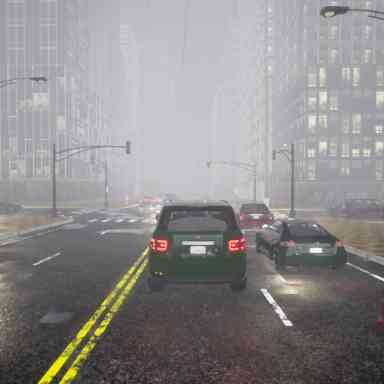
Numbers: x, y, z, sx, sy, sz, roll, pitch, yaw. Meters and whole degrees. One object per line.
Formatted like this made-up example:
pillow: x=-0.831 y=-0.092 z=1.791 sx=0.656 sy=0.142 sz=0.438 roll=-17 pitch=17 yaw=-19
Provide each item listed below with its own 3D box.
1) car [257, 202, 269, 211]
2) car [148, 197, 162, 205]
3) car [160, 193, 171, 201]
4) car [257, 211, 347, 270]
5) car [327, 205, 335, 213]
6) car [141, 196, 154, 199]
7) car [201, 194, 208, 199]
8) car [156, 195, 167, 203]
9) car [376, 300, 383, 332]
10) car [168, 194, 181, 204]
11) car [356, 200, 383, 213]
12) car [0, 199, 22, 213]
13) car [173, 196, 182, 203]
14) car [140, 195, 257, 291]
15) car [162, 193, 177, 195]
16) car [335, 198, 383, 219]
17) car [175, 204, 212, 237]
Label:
car: x=3.395 y=1.342 z=19.683 sx=2.097 sy=1.767 sz=4.553 roll=0 pitch=0 yaw=0
car: x=-6.437 y=1.556 z=58.907 sx=1.895 sy=1.301 sz=4.718 roll=0 pitch=0 yaw=0
car: x=-6.318 y=1.153 z=79.731 sx=2.150 sy=2.045 sz=5.566 roll=0 pitch=0 yaw=0
car: x=3.375 y=1.559 z=11.069 sx=1.994 sy=1.385 sz=4.181 roll=0 pitch=0 yaw=0
car: x=16.940 y=1.679 z=36.125 sx=4.181 sy=1.385 sz=1.994 roll=0 pitch=1 yaw=1
car: x=-6.509 y=1.318 z=49.917 sx=2.097 sy=1.767 sz=4.553 roll=0 pitch=0 yaw=1
car: x=3.460 y=1.219 z=91.591 sx=1.882 sy=1.535 sz=5.008 roll=0 pitch=0 yaw=0
car: x=-6.342 y=1.420 z=69.161 sx=1.882 sy=1.535 sz=5.008 roll=0 pitch=0 yaw=0
car: x=3.355 y=1.600 z=2.244 sx=1.895 sy=1.301 sz=4.718 roll=0 pitch=0 yaw=0
car: x=-3.173 y=1.304 z=61.510 sx=2.097 sy=1.767 sz=4.553 roll=0 pitch=0 yaw=0
car: x=21.898 y=1.642 z=38.628 sx=4.829 sy=1.417 sz=1.752 roll=1 pitch=0 yaw=1
car: x=-19.564 y=1.405 z=33.616 sx=4.181 sy=1.385 sz=1.994 roll=1 pitch=1 yaw=1
car: x=-3.087 y=1.535 z=71.563 sx=1.895 sy=1.301 sz=4.718 roll=0 pitch=0 yaw=0
car: x=0.122 y=1.218 z=9.142 sx=2.150 sy=2.045 sz=5.566 roll=0 pitch=0 yaw=0
car: x=-3.245 y=1.185 z=51.699 sx=2.150 sy=2.045 sz=5.566 roll=0 pitch=0 yaw=-1
car: x=16.270 y=1.519 z=30.354 sx=5.009 sy=1.841 sz=2.192 roll=1 pitch=0 yaw=1
car: x=0.139 y=1.516 z=18.825 sx=1.812 sy=1.442 sz=4.674 roll=0 pitch=0 yaw=2
